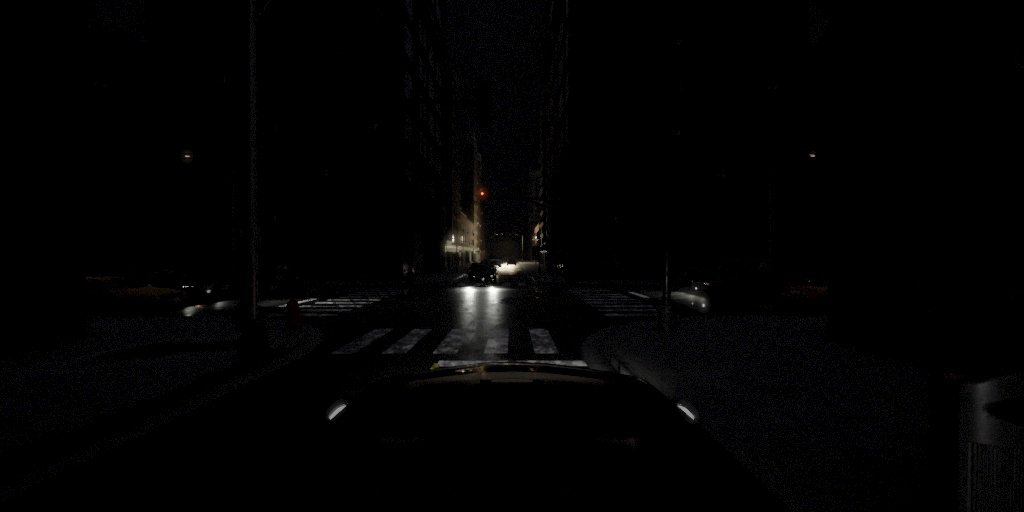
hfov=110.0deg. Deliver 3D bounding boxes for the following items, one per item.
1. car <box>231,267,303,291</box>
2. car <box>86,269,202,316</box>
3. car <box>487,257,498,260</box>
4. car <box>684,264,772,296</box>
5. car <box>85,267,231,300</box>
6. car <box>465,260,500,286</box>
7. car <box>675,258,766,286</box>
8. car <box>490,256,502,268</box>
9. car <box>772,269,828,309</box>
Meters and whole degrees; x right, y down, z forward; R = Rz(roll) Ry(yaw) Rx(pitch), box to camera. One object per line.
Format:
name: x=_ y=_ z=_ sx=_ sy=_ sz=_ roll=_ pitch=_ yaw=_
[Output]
car: x=-14.569 y=1.304 z=20.898 sx=4.313 sy=1.339 sz=1.948 roll=0 pitch=0 yaw=0
car: x=-14.403 y=1.303 z=12.873 sx=4.829 sy=1.417 sz=1.751 roll=0 pitch=0 yaw=0
car: x=-2.927 y=1.208 z=40.644 sx=1.882 sy=1.535 sz=5.008 roll=0 pitch=0 yaw=0
car: x=12.134 y=1.274 z=18.338 sx=5.357 sy=1.411 sz=2.033 roll=0 pitch=0 yaw=3
car: x=-15.482 y=1.257 z=15.397 sx=4.902 sy=1.511 sz=2.128 roll=0 pitch=0 yaw=0
car: x=-2.252 y=1.247 z=25.427 sx=1.837 sy=1.490 sz=4.892 roll=0 pitch=0 yaw=-10
car: x=12.314 y=1.028 z=20.914 sx=5.009 sy=1.841 sz=2.192 roll=0 pitch=0 yaw=0
car: x=-2.927 y=0.931 z=60.719 sx=2.150 sy=2.045 sz=5.566 roll=0 pitch=0 yaw=0
car: x=12.480 y=1.278 z=12.889 sx=4.829 sy=1.417 sz=1.751 roll=0 pitch=0 yaw=0
